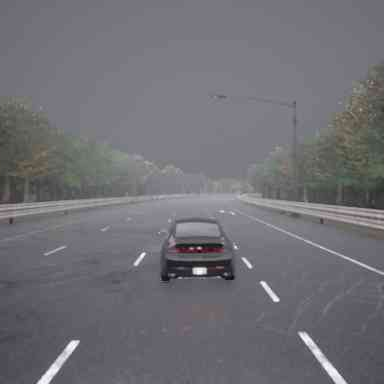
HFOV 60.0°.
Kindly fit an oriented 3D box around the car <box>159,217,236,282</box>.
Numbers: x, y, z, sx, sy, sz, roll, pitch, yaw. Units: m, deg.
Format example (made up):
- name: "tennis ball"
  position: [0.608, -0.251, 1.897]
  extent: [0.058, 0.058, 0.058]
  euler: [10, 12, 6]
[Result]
- name: "car"
  position: [0.108, 1.499, 9.791]
  extent: [1.837, 1.490, 4.892]
  euler: [0, 0, -1]
